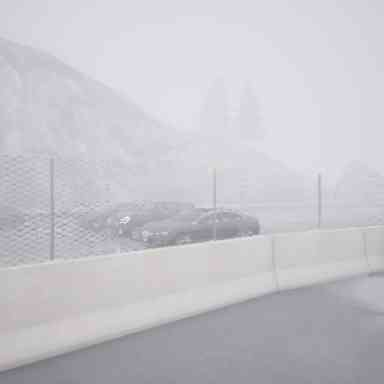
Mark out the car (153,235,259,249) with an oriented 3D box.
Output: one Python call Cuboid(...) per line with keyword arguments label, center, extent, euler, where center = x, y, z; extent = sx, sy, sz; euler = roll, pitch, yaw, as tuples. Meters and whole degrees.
Cuboid(label="car", center=(0.448, 1.352, 12.661), extent=(4.902, 1.511, 2.128), euler=(0, 1, -33))
